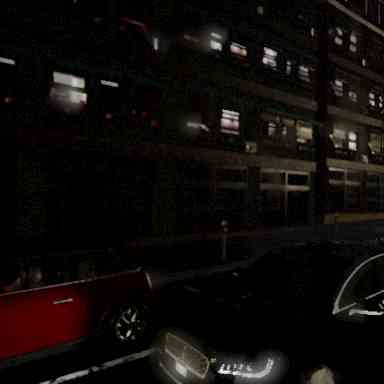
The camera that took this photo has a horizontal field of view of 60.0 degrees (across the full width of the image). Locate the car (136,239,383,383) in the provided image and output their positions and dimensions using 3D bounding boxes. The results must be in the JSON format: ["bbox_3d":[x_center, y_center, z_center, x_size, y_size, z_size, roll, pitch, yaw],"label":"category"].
[{"bbox_3d":[1.869,1.508,4.713,4.892,1.490,1.837,0,0,-36],"label":"car"}]

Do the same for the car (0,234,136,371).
[{"bbox_3d":[-2.595,1.441,4.687,4.097,1.590,1.967,0,1,-35],"label":"car"}]
